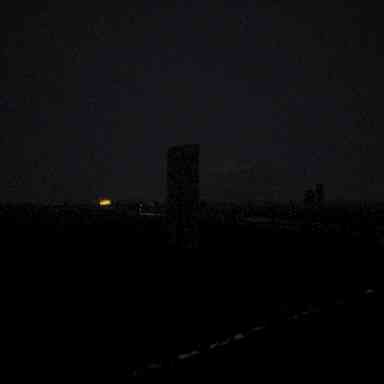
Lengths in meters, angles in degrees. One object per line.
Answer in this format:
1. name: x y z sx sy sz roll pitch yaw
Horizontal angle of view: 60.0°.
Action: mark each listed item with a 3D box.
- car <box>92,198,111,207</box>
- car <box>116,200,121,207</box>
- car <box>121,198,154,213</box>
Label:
1. car: -15.851 1.759 58.113 1.882 1.535 5.008 1 -1 -36
2. car: -9.784 1.715 49.734 2.128 1.511 4.902 1 -1 -35
3. car: -6.365 1.494 40.018 2.097 1.767 4.553 1 -1 -36
